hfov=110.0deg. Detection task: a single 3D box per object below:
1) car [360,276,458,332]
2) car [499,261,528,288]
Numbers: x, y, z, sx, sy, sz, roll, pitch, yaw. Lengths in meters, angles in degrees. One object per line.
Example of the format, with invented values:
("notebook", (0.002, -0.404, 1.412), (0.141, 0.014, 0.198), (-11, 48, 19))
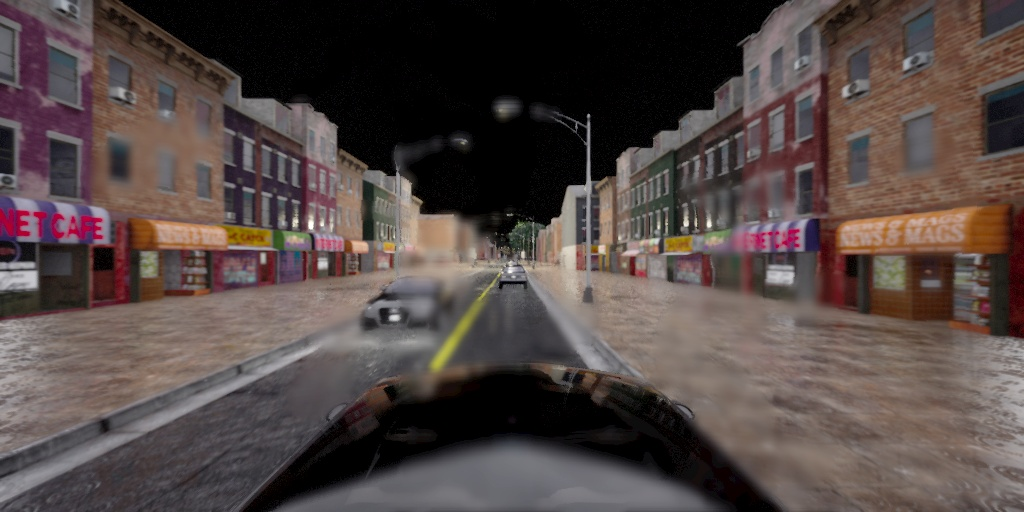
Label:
("car", (-2.843, 1.313, 10.718), (1.994, 1.385, 4.181), (0, 0, 0))
("car", (0.089, 1.295, 23.733), (2.033, 1.411, 5.357), (0, 0, 0))
